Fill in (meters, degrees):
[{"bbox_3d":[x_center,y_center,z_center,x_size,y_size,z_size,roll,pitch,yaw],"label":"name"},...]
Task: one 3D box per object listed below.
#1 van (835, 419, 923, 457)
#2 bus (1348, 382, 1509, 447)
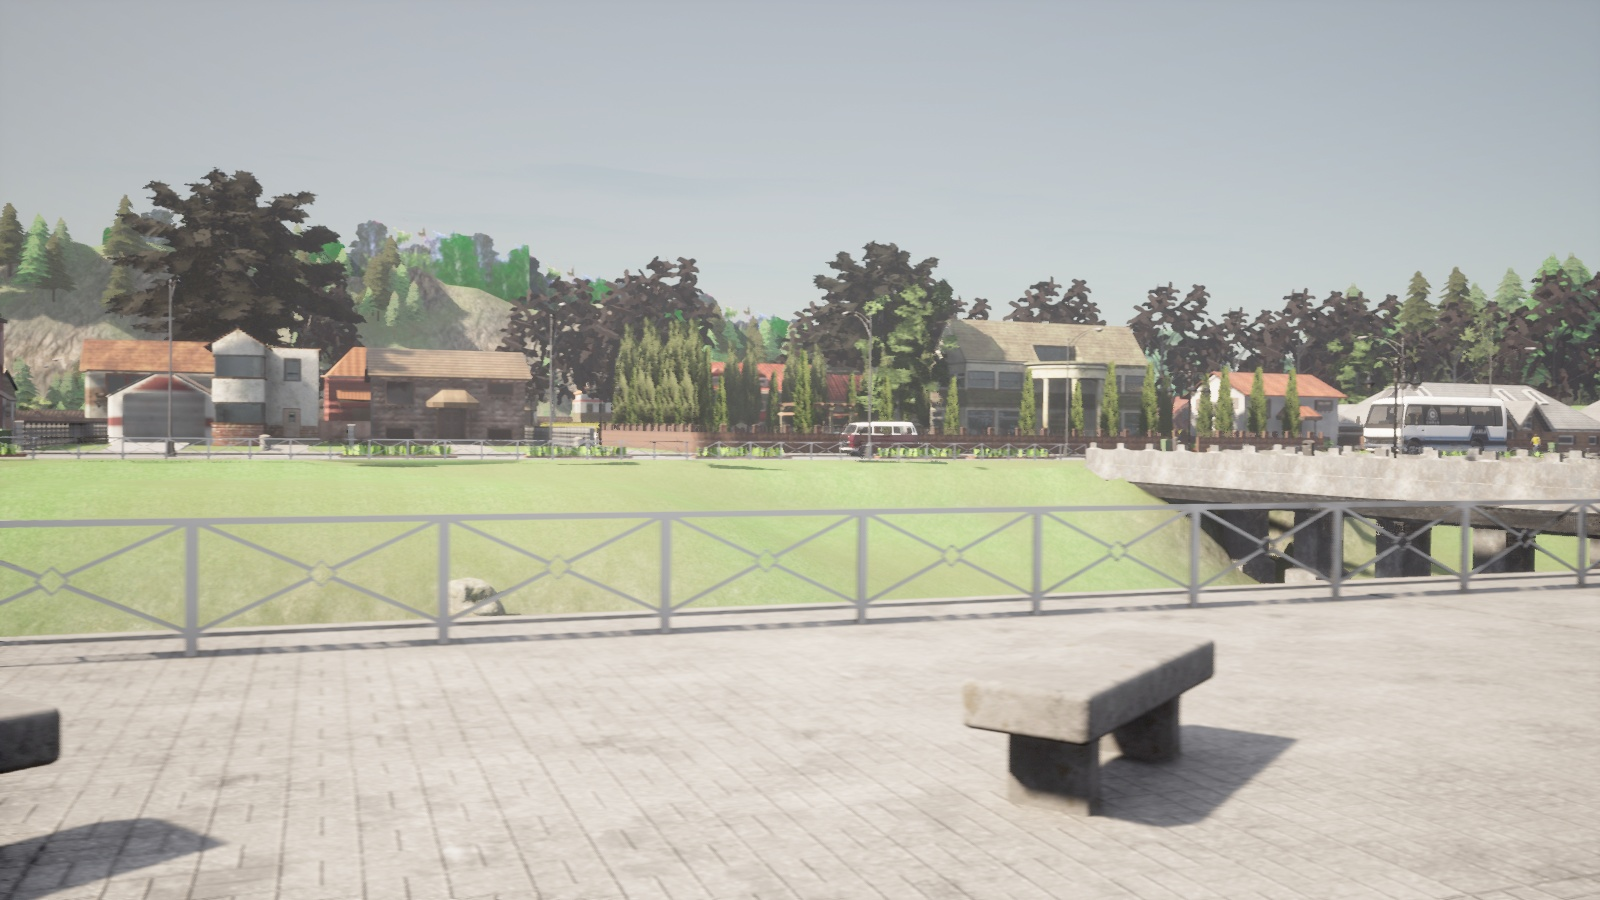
[{"bbox_3d":[4.488,-0.690,71.457,4.480,2.038,2.069,-1,1,-21],"label":"van"},{"bbox_3d":[43.072,-2.445,86.082,10.273,4.253,3.944,-1,1,-21],"label":"bus"}]
